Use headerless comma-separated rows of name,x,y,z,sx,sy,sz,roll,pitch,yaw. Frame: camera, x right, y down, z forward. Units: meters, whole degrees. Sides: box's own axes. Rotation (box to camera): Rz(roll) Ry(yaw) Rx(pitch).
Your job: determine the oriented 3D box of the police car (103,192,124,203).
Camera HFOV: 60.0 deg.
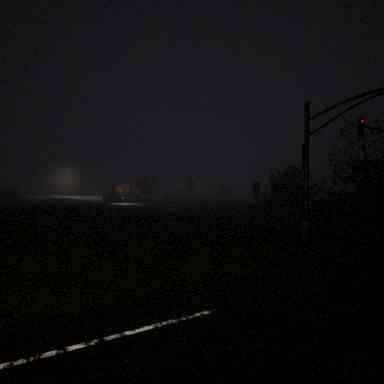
police car,-11.779,0.815,49.808,2.038,1.542,4.974,1,0,-32
